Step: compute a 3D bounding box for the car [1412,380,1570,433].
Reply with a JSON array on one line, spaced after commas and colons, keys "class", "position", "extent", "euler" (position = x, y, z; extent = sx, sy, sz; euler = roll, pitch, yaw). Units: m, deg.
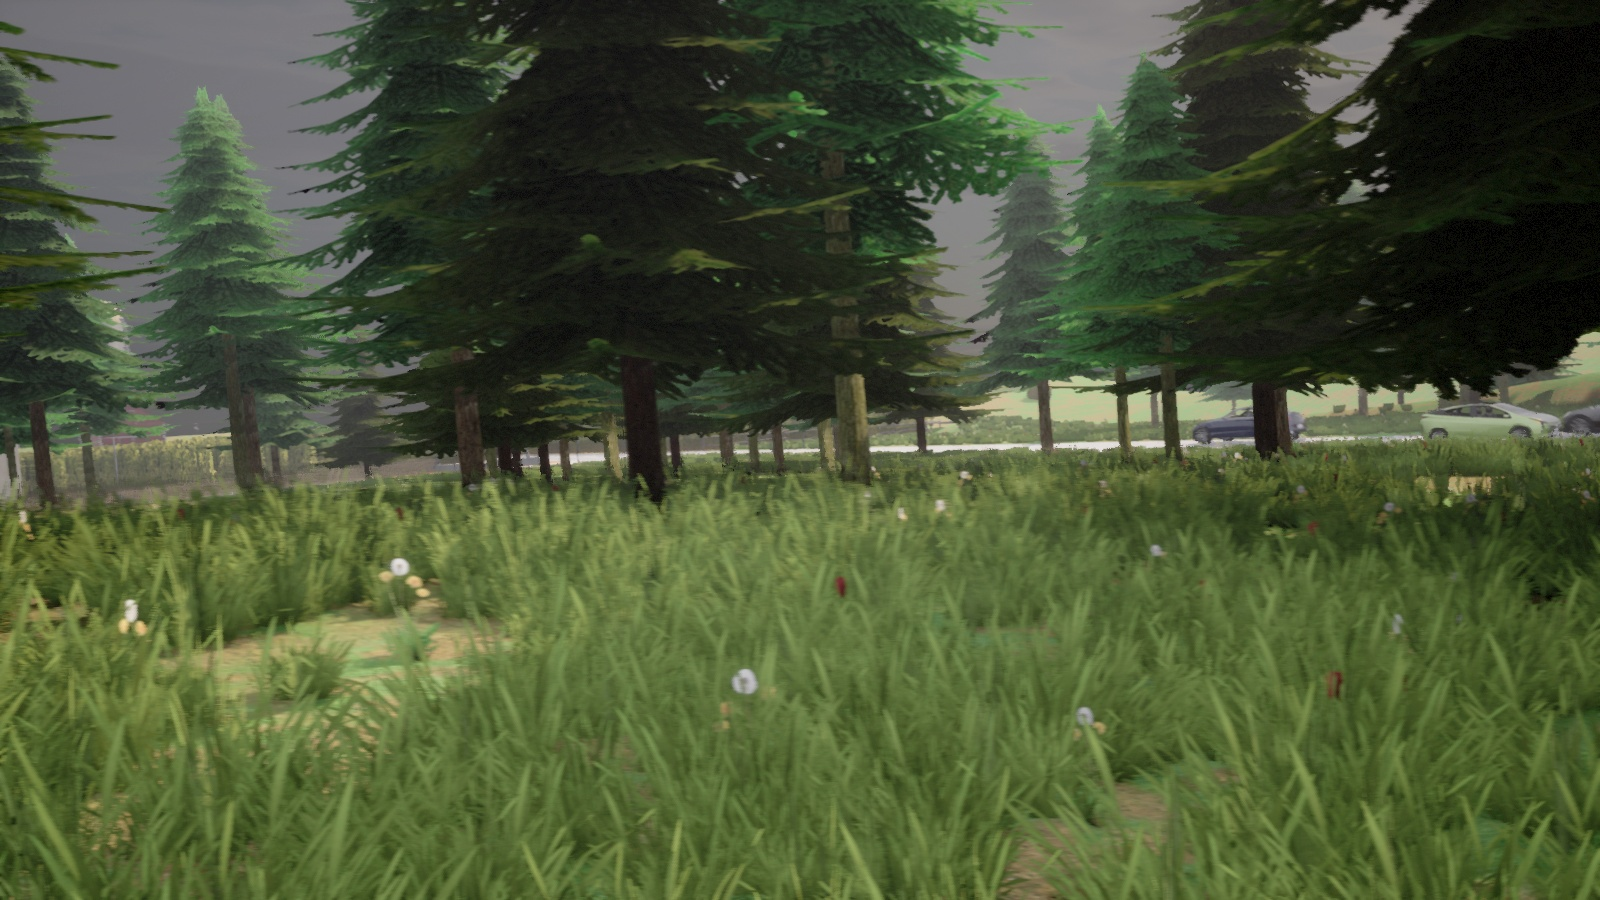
[{"class": "car", "position": [25.078, -1.558, 45.714], "extent": [2.007, 1.525, 4.514], "euler": [-8, 3, -38]}]

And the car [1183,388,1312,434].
[{"class": "car", "position": [20.228, -1.754, 56.940], "extent": [2.152, 1.651, 5.027], "euler": [-8, 3, -38]}]

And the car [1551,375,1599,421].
[{"class": "car", "position": [29.552, -1.971, 45.191], "extent": [1.970, 1.475, 3.806], "euler": [-8, 3, -38]}]
